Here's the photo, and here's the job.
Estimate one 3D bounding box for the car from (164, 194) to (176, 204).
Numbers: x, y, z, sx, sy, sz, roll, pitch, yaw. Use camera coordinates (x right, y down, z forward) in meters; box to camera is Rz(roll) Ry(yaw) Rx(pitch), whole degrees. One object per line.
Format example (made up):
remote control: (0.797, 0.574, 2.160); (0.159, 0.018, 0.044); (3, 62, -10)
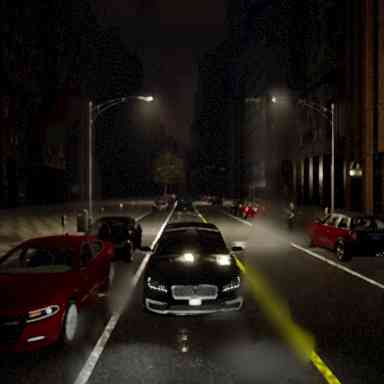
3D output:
car: (-4.534, 1.420, 68.791); (2.192, 1.841, 5.009); (0, 0, -2)

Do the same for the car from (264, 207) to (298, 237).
car: (5.525, 1.597, 17.979); (1.947, 1.339, 4.313); (0, 0, -2)

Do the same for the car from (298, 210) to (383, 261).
car: (5.696, 1.463, 12.303); (1.967, 1.590, 4.097); (0, 0, -2)

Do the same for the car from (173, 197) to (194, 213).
car: (-0.853, 1.621, 38.380); (1.994, 1.385, 4.181); (0, 0, -2)

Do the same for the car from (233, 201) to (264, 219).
car: (5.183, 1.489, 29.329); (1.967, 1.590, 4.097); (0, 0, -2)

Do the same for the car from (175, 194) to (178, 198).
car: (-4.363, 1.410, 63.117); (2.192, 1.841, 5.009); (0, 0, -2)

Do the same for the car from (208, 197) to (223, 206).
car: (4.329, 1.676, 57.704); (1.802, 1.307, 4.206); (0, 0, -2)

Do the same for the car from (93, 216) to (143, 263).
car: (-2.825, 1.580, 12.042); (1.947, 1.339, 4.313); (0, 0, -2)

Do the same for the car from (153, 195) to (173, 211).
car: (-3.679, 1.498, 40.416); (1.967, 1.590, 4.097); (0, 0, -2)

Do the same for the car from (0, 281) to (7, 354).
car: (-2.478, 1.524, 0.523); (1.752, 1.417, 4.829); (0, 0, -2)

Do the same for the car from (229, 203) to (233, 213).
car: (5.013, 1.623, 35.004); (1.947, 1.339, 4.313); (0, 0, -2)

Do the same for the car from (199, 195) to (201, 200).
car: (3.469, 1.670, 86.249); (1.752, 1.417, 4.829); (0, 0, -2)

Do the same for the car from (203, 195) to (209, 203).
car: (3.987, 1.664, 69.054); (2.008, 1.369, 4.403); (0, 0, -2)

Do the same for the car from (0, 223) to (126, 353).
car: (-2.654, 1.551, 6.367); (1.887, 1.381, 4.507); (0, 0, -2)

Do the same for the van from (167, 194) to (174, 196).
van: (-4.021, 1.417, 51.767); (1.690, 1.788, 3.998); (0, 0, -2)

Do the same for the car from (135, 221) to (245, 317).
car: (-0.032, 1.515, 7.760); (1.837, 1.490, 4.892); (0, 0, -2)

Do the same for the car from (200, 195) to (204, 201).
car: (3.645, 1.715, 80.404); (1.802, 1.307, 4.206); (0, 0, -2)
